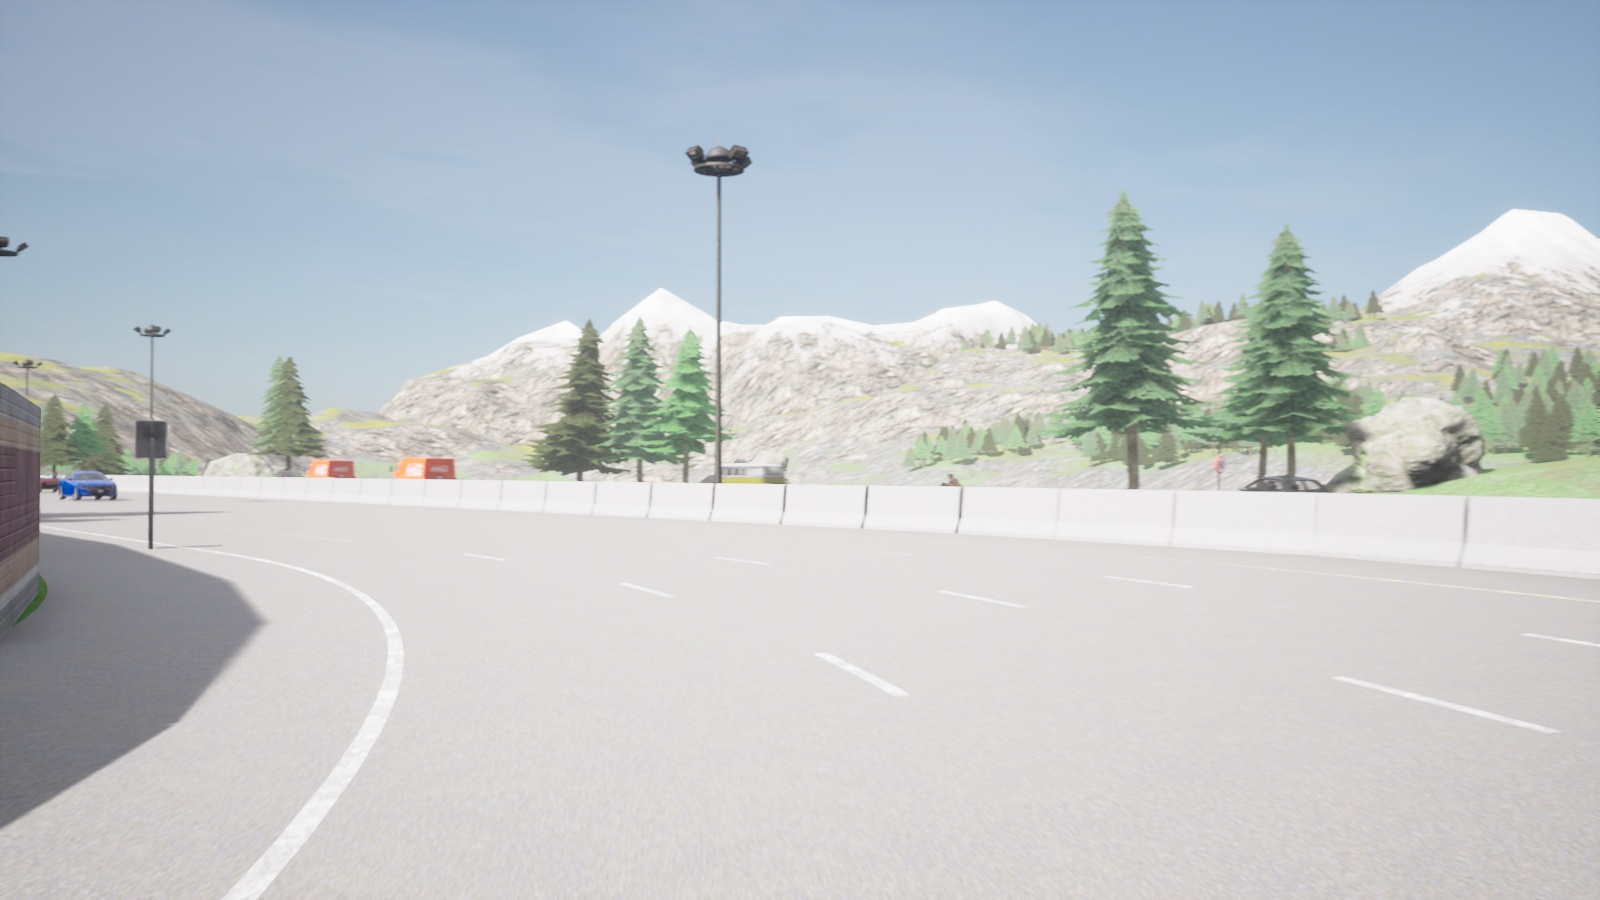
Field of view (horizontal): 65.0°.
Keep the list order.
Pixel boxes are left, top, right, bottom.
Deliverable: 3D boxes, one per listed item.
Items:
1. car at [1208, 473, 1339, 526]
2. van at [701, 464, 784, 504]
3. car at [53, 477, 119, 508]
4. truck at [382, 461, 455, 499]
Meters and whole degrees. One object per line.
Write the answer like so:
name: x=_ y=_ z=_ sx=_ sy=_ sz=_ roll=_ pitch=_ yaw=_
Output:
car: x=14.046 y=1.420 z=37.500 sx=1.816 sy=1.474 sz=4.193 roll=0 pitch=-1 yaw=-9
van: x=-2.983 y=1.732 z=64.262 sx=1.775 sy=1.987 sz=4.442 roll=1 pitch=-1 yaw=-43
car: x=-36.972 y=2.165 z=64.968 sx=1.882 sy=1.535 sz=5.008 roll=1 pitch=-2 yaw=-43
truck: x=-25.387 y=1.965 z=83.409 sx=2.627 sy=2.467 sz=5.204 roll=1 pitch=-1 yaw=-43
